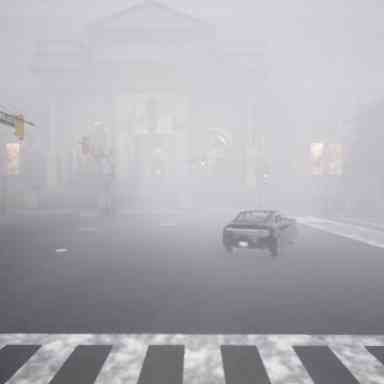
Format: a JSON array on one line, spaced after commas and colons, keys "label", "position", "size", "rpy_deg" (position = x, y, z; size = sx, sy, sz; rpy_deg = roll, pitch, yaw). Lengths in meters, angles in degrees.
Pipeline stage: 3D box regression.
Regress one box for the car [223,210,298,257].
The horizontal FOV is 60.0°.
[{"label": "car", "position": [2.759, 1.434, 12.783], "size": [2.128, 1.511, 4.902], "rpy_deg": [0, 0, 27]}]
